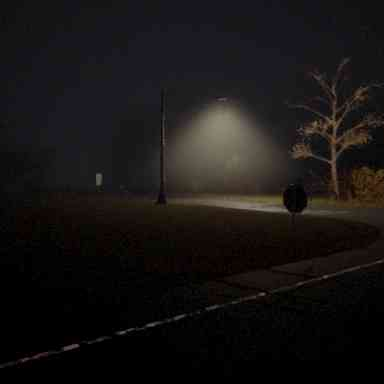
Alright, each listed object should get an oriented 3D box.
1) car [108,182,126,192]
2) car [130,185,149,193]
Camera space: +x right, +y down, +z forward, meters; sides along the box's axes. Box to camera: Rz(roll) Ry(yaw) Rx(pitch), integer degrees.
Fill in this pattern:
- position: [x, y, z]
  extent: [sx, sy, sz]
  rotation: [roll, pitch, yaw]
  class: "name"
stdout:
- position: [-14.073, -1.001, 62.360]
  extent: [2.097, 1.767, 4.553]
  rotation: [-1, 2, -36]
  class: "car"
- position: [-8.721, -0.494, 54.906]
  extent: [1.994, 1.385, 4.181]
  rotation: [-1, 2, -36]
  class: "car"
